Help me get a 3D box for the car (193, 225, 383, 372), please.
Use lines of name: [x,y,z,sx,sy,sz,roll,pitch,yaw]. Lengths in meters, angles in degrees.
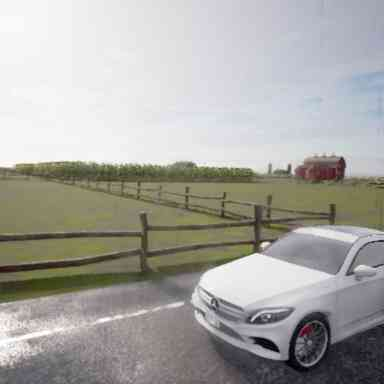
car: [2.240,1.319,5.397,4.674,1.442,1.812,0,3,-32]
